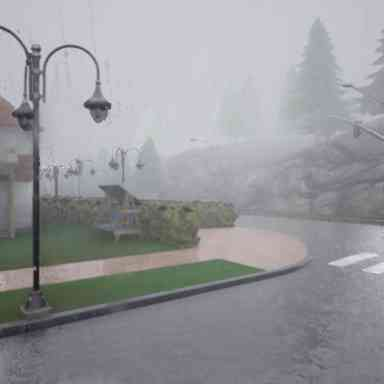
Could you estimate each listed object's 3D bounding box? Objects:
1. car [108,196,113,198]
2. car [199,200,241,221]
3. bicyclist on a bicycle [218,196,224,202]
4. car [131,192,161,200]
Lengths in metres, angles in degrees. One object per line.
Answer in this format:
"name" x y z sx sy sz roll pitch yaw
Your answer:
"car" -12.032 1.195 50.057 2.097 1.767 4.553 0 0 -36
"car" 1.515 1.346 24.727 1.837 1.490 4.892 0 0 -35
"bicyclist on a bicycle" 2.960 1.278 34.904 1.656 1.620 0.582 -1 1 -36
"car" -4.589 1.063 33.267 2.150 2.045 5.566 0 0 -36
